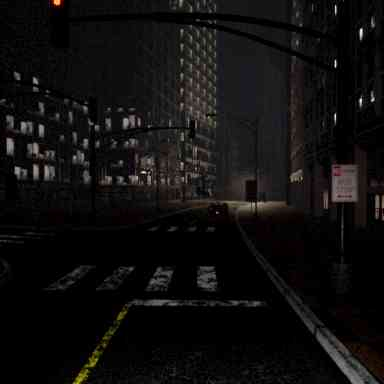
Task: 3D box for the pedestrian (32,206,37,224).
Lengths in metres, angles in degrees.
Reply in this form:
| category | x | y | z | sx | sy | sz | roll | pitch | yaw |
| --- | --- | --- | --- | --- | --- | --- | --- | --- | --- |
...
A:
| category | x | y | z | sx | sy | sz | roll | pitch | yaw |
| --- | --- | --- | --- | --- | --- | --- | --- | --- | --- |
| pedestrian | -9.391 | 1.345 | 19.892 | 0.500 | 1.100 | 0.500 | 0 | 0 | 17 |

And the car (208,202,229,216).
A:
| category | x | y | z | sx | sy | sz | roll | pitch | yaw |
| --- | --- | --- | --- | --- | --- | --- | --- | --- | --- |
| car | 2.750 | 1.658 | 33.776 | 1.895 | 1.301 | 4.718 | 0 | 0 | 8 |
